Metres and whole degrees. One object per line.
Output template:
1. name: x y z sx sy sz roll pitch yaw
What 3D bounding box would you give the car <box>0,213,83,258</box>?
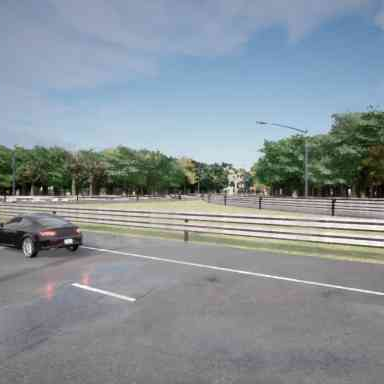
1. car: -6.077 1.525 12.744 4.674 1.442 1.812 0 0 36
